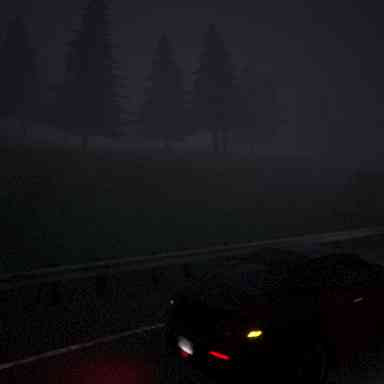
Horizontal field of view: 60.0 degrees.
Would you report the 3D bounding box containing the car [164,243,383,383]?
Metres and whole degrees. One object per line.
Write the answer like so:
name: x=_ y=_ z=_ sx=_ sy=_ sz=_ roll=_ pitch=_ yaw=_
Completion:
car: x=1.803 y=1.524 z=5.033 sx=4.674 sy=1.442 sz=1.812 roll=0 pitch=0 yaw=-35
